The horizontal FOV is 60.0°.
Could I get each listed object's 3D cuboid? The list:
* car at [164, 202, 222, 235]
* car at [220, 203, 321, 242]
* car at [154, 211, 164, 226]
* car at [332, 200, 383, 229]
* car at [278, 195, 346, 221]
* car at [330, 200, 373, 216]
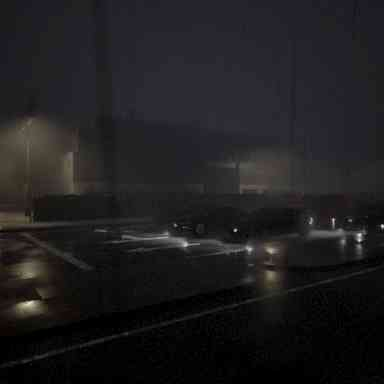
[{"bbox_3d":[1.137,1.505,18.758,4.892,1.490,1.837,0,0,-34],"label":"car"},{"bbox_3d":[3.970,1.505,16.464,4.892,1.490,1.837,0,0,-34],"label":"car"},{"bbox_3d":[-0.141,1.478,22.123,5.008,1.535,1.882,0,0,-34],"label":"car"},{"bbox_3d":[11.714,1.492,21.747,4.902,1.511,2.128,0,0,-35],"label":"car"},{"bbox_3d":[9.160,1.221,24.235,5.566,2.045,2.150,0,0,-35],"label":"car"},{"bbox_3d":[16.032,1.526,33.257,4.674,1.442,1.812,0,0,-35],"label":"car"}]
